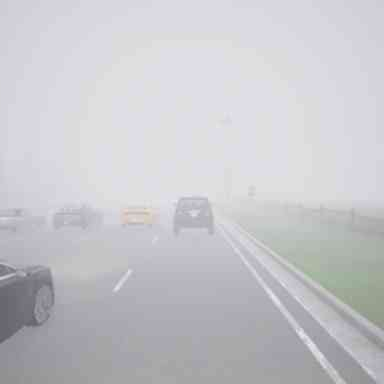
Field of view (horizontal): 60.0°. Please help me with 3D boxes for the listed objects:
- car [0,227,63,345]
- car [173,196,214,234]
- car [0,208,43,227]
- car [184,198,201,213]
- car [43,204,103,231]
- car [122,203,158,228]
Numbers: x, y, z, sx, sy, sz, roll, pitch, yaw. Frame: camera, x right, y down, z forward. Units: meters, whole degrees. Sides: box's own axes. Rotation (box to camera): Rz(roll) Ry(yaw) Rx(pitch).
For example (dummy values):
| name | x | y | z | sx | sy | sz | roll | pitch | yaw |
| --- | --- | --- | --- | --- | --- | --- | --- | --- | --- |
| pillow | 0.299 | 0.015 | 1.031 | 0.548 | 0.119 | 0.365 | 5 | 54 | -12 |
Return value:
| name | x | y | z | sx | sy | sz | roll | pitch | yaw |
| --- | --- | --- | --- | --- | --- | --- | --- | --- | --- |
| car | -3.402 | 1.495 | 4.135 | 2.128 | 1.511 | 4.902 | 0 | 0 | 0 |
| car | 0.089 | 1.238 | 19.313 | 2.150 | 2.045 | 5.566 | 0 | 0 | 0 |
| car | -10.413 | 1.617 | 19.587 | 1.895 | 1.301 | 4.718 | 0 | 0 | 0 |
| car | 0.075 | 1.537 | 38.268 | 1.837 | 1.490 | 4.892 | 0 | 0 | 0 |
| car | -6.913 | 1.508 | 20.611 | 2.128 | 1.511 | 4.902 | 0 | 0 | 0 |
| car | -3.413 | 1.496 | 22.422 | 1.882 | 1.535 | 5.008 | 0 | 0 | 0 |
